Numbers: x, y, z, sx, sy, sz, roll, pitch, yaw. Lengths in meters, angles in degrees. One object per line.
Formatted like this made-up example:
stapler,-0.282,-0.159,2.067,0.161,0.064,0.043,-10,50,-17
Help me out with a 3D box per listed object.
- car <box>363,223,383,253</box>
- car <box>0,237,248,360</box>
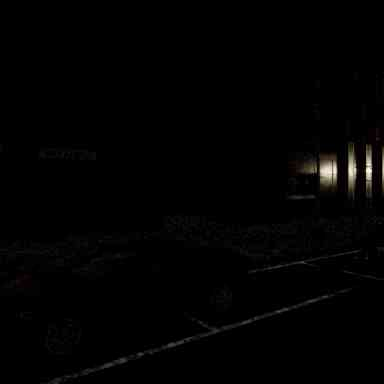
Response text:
car,8.198,1.567,12.462,4.313,1.339,1.947,0,0,-35
car,-0.994,1.545,5.936,4.507,1.381,1.887,0,0,-35
